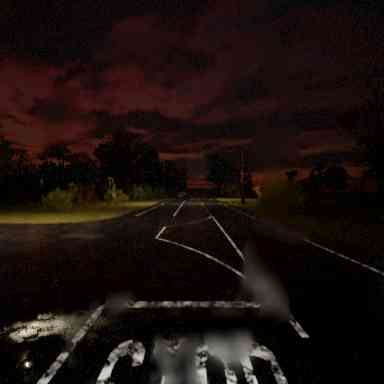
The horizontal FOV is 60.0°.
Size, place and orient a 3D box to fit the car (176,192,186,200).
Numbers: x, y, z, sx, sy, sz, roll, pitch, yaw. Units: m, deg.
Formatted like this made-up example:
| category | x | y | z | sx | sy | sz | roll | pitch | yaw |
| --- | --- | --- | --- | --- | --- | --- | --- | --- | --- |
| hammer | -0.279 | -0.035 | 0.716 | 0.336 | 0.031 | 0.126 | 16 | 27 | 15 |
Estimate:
| category | x | y | z | sx | sy | sz | roll | pitch | yaw |
| --- | --- | --- | --- | --- | --- | --- | --- | --- | --- |
| car | -2.752 | 1.040 | 85.949 | 2.150 | 2.045 | 5.566 | 0 | 0 | 5 |
